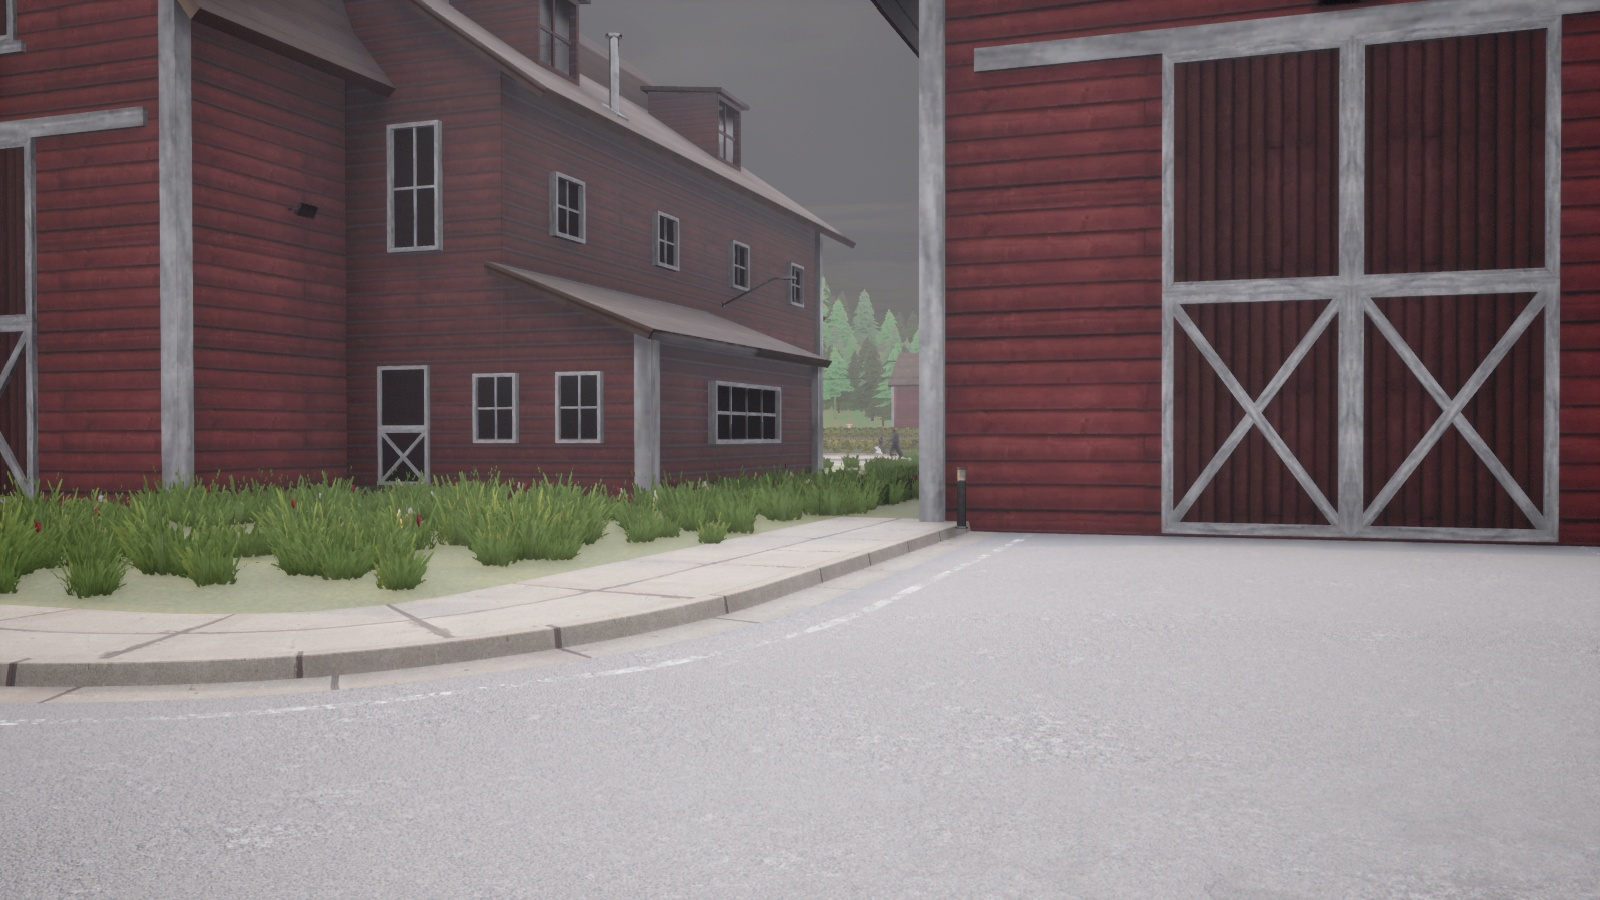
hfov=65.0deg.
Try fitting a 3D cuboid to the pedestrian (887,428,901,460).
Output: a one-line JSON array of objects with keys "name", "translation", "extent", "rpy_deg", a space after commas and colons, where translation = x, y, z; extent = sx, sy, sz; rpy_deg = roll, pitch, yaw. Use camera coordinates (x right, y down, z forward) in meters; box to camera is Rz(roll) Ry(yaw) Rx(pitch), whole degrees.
[{"name": "pedestrian", "translation": [5.714, -0.370, 76.274], "extent": [0.788, 1.949, 0.423], "rpy_deg": [1, 1, 19]}]
